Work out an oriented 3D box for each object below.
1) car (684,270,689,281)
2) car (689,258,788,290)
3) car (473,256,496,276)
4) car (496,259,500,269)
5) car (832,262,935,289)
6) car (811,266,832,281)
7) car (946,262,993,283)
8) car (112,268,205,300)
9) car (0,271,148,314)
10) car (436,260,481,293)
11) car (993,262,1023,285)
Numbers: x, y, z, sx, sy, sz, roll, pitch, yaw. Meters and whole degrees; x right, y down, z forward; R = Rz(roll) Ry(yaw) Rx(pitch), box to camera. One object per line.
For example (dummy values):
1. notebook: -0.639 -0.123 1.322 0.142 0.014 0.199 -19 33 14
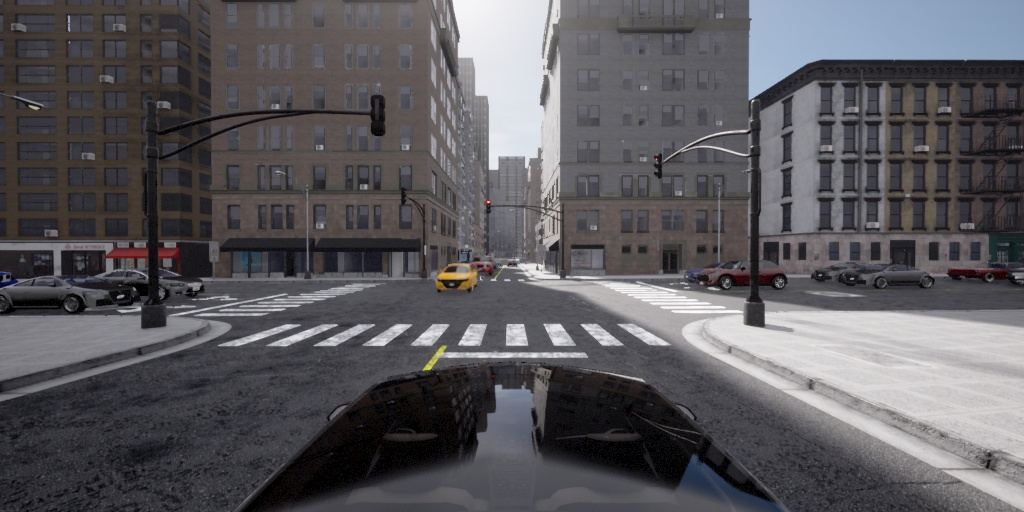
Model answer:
1. car: 14.176 1.127 24.324 4.674 1.442 1.812 0 1 0
2. car: 13.349 0.994 21.048 4.553 1.767 2.097 0 1 -1
3. car: -3.121 0.976 37.773 2.150 2.045 5.566 0 0 -1
4. car: -3.120 1.367 51.884 1.895 1.301 4.718 0 0 0
5. car: 21.992 1.148 21.115 4.181 1.385 1.994 0 1 -1
6. car: 22.923 1.106 24.375 4.181 1.385 1.994 0 1 -1
7. car: 32.843 1.073 24.408 4.718 1.301 1.895 0 1 0
8. car: -17.794 1.335 17.474 4.902 1.511 2.128 0 1 1
9. car: -17.525 1.441 14.215 4.181 1.385 1.994 0 1 0
10. car: -3.111 1.191 21.007 1.882 1.535 5.008 -1 0 0
11. car: 32.389 1.002 21.156 4.902 1.511 2.128 0 1 0
